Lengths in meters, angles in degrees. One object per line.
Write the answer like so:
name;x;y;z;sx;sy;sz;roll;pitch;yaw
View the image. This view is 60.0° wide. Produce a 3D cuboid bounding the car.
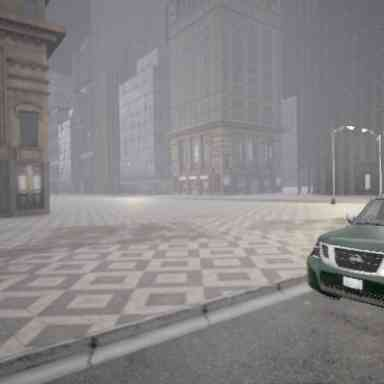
car;4.729;0.984;6.752;5.566;2.045;2.150;-2;1;-35
